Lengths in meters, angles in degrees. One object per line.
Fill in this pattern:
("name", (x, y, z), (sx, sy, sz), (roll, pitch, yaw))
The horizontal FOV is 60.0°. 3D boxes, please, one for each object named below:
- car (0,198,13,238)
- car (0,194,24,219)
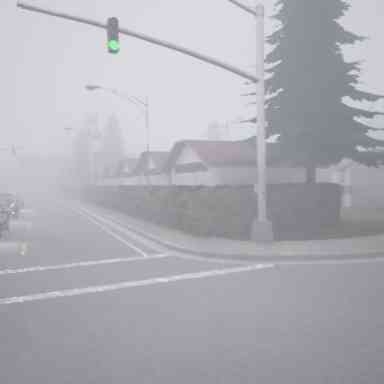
("car", (-9.692, 1.264, 15.460), (1.812, 1.442, 4.674), (-2, 2, -24))
("car", (-13.451, 0.929, 23.598), (2.097, 1.767, 4.553), (-2, 2, -25))
